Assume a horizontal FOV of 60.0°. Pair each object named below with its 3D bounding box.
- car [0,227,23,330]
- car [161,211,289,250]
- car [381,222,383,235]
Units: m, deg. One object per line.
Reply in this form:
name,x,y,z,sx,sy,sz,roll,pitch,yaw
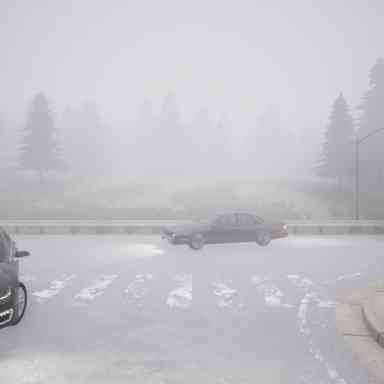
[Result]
car,-4.457,1.504,6.571,1.837,1.490,4.892,0,0,-28
car,1.460,1.545,14.211,5.357,1.411,2.033,0,0,-20
car,11.239,1.489,15.089,4.902,1.511,2.128,0,0,0
